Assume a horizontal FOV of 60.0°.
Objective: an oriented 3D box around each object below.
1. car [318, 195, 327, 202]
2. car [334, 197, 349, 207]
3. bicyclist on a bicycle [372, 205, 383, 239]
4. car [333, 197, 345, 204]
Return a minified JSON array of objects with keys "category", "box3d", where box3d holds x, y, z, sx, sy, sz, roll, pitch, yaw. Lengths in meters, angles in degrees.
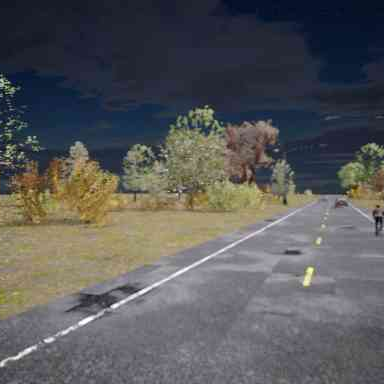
[{"category":"car","box3d":[33.609,1.591,85.420,2.097,1.767,4.553,-1,-1,23]},{"category":"car","box3d":[23.920,1.627,53.333,1.812,1.442,4.674,-1,-1,23]},{"category":"bicyclist on a bicycle","box3d":[9.213,1.454,16.417,0.582,1.620,1.656,-1,-1,23]},{"category":"car","box3d":[29.876,1.673,67.634,2.033,1.411,5.357,-1,-1,23]}]
